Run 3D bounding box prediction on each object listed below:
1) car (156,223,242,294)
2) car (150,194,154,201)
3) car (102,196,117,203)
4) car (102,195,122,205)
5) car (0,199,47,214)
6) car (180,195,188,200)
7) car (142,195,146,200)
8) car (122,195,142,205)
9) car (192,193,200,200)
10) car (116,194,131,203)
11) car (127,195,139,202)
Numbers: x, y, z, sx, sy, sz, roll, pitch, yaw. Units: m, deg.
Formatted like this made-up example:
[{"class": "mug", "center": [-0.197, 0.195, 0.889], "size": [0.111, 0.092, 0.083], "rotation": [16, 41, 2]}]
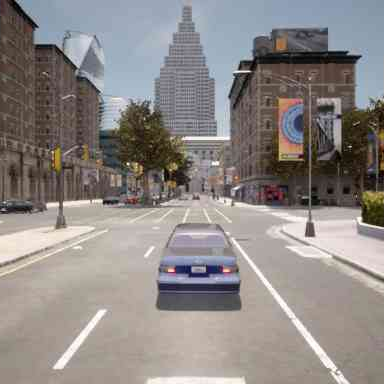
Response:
[{"class": "car", "center": [0.175, 1.547, 8.947], "size": [2.033, 1.411, 5.357], "rotation": [0, 0, 1]}, {"class": "car", "center": [-10.482, 1.355, 79.657], "size": [2.097, 1.767, 4.553], "rotation": [0, 0, 1]}, {"class": "car", "center": [-17.360, 1.595, 69.847], "size": [1.895, 1.301, 4.718], "rotation": [0, 0, 1]}, {"class": "car", "center": [-14.328, 1.601, 58.693], "size": [1.895, 1.301, 4.718], "rotation": [0, 0, 1]}, {"class": "car", "center": [-17.832, 1.504, 34.809], "size": [4.892, 1.490, 1.837], "rotation": [0, 1, -14]}, {"class": "car", "center": [-2.346, 1.519, 90.101], "size": [1.812, 1.442, 4.674], "rotation": [0, 0, 1]}, {"class": "car", "center": [-10.612, 1.500, 69.669], "size": [1.837, 1.490, 4.892], "rotation": [0, 0, 1]}, {"class": "car", "center": [-10.809, 1.478, 59.873], "size": [1.882, 1.535, 5.008], "rotation": [0, 0, 1]}, {"class": "car", "center": [1.154, 1.350, 90.026], "size": [2.097, 1.767, 4.553], "rotation": [0, 0, 1]}, {"class": "car", "center": [-14.124, 1.355, 68.799], "size": [2.097, 1.767, 4.553], "rotation": [0, 0, 1]}, {"class": "car", "center": [-13.993, 1.478, 78.898], "size": [1.882, 1.535, 5.008], "rotation": [0, 0, 1]}]
